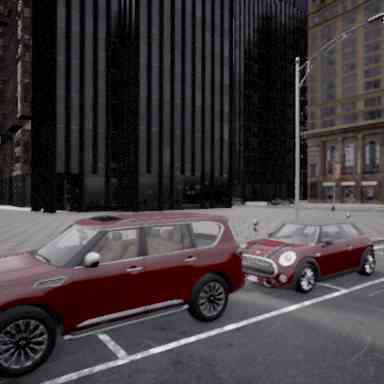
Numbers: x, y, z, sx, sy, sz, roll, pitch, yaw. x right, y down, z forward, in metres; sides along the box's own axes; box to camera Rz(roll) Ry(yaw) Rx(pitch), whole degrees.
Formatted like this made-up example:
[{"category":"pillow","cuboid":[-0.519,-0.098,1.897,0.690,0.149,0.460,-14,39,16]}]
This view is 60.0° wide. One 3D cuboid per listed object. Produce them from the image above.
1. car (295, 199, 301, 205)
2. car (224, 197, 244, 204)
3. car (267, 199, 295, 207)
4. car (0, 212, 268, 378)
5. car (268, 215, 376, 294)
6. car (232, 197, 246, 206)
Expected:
[{"category":"car","cuboid":[18.977,2.062,64.880,1.837,1.490,4.892,0,-1,-35]},{"category":"car","cuboid":[9.822,2.046,77.796,1.837,1.490,4.892,0,-1,-35]},{"category":"car","cuboid":[16.325,2.035,63.000,2.128,1.511,4.902,0,-1,-35]},{"category":"car","cuboid":[-1.292,1.322,5.724,5.009,1.841,2.192,0,0,-35]},{"category":"car","cuboid":[3.024,1.458,8.802,4.097,1.590,1.967,0,0,-35]},{"category":"car","cuboid":[8.947,2.156,67.783,1.994,1.385,4.181,0,-1,-35]}]
